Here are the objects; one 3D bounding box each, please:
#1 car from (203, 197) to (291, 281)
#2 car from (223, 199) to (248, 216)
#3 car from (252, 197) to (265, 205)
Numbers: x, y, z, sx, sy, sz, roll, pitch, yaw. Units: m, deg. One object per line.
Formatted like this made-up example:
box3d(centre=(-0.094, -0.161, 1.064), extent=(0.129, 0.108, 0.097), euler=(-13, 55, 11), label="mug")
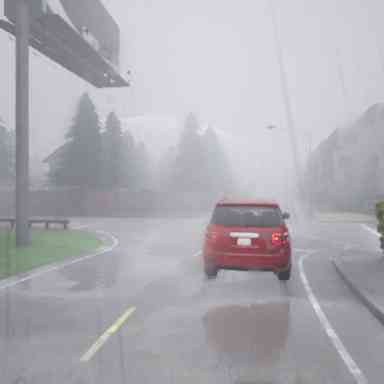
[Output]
box3d(centre=(1.762, 1.217, 10.113), extent=(2.150, 2.045, 5.566), euler=(0, 0, 13), label="car")
box3d(centre=(4.506, 1.510, 33.647), extent=(1.812, 1.442, 4.674), euler=(0, 0, 16), label="car")
box3d(centre=(11.885, 1.581, 59.075), extent=(1.895, 1.301, 4.718), euler=(0, 0, 17), label="car")
